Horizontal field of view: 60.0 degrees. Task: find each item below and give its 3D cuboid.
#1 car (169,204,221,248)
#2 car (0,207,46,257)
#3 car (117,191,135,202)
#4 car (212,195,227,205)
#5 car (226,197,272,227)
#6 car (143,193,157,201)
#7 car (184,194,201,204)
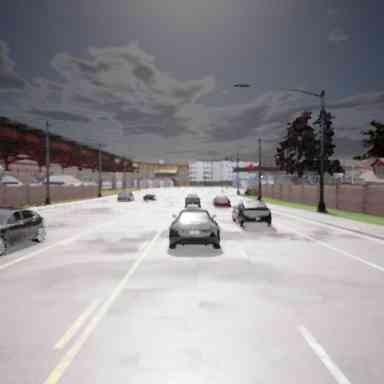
[{"bbox_3d":[0.096,1.395,13.881,1.994,1.385,4.181,0,1,0],"label":"car"},{"bbox_3d":[-7.099,1.356,12.240,1.837,1.490,4.892,0,1,0],"label":"car"},{"bbox_3d":[-10.543,0.642,53.105,2.097,1.767,4.553,0,1,1],"label":"car"},{"bbox_3d":[3.588,1.071,40.765,1.994,1.385,4.181,0,1,0],"label":"car"},{"bbox_3d":[3.593,1.243,20.503,2.128,1.511,4.902,0,1,0],"label":"car"},{"bbox_3d":[-7.039,0.837,55.470,1.895,1.301,4.718,0,1,0],"label":"car"},{"bbox_3d":[0.088,1.021,39.992,1.837,1.490,4.892,0,0,0],"label":"car"}]
